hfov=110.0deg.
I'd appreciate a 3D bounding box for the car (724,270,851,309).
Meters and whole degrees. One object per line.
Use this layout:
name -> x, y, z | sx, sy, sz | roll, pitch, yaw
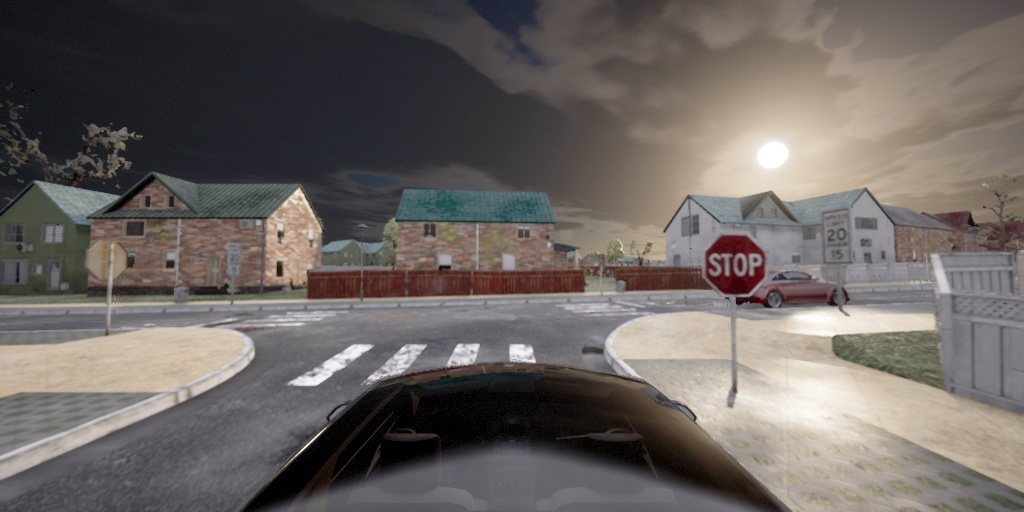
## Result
car -> 10.418, 1.222, 13.721 | 4.181, 1.385, 1.994 | -1, -3, -10
